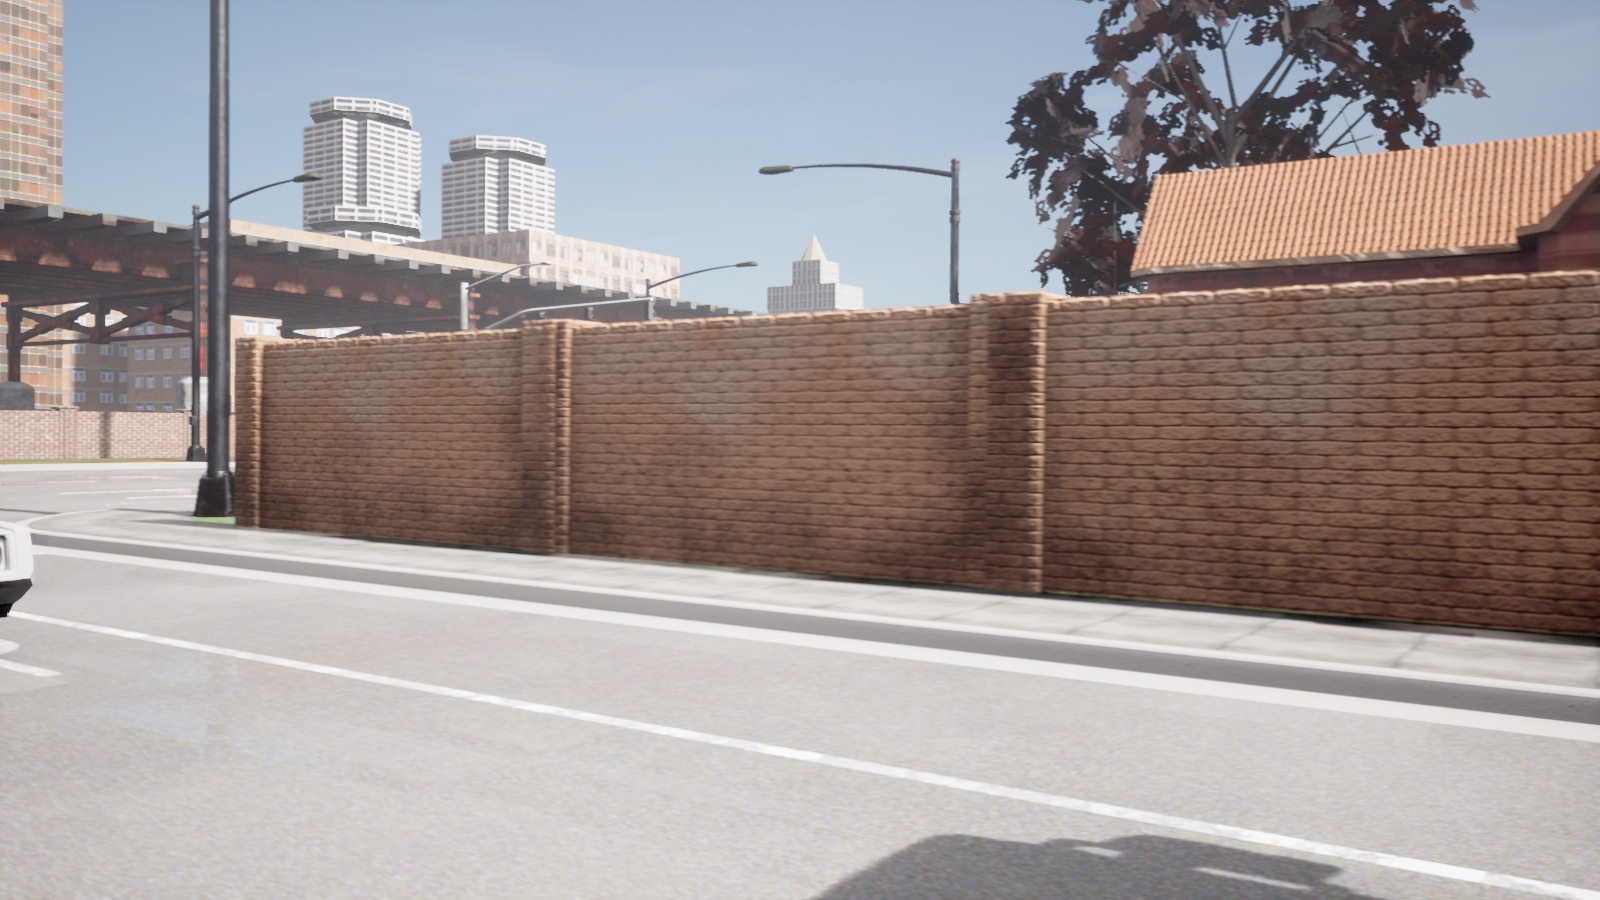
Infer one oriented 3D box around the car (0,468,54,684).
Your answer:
[{"bbox_3d":[-7.179,0.782,8.395,4.718,1.301,1.895,0,1,34],"label":"car"}]
